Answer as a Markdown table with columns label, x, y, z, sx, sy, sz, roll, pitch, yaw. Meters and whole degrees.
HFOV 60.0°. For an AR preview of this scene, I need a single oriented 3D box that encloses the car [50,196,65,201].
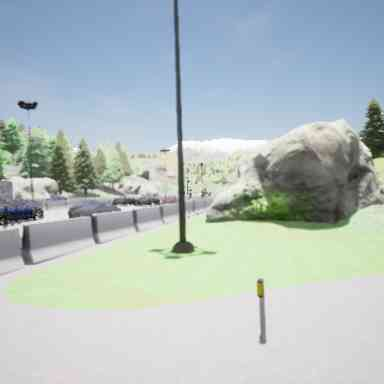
| label | x | y | z | sx | sy | sz | roll | pitch | yaw |
| --- | --- | --- | --- | --- | --- | --- | --- | --- | --- |
| car | -26.174 | 1.503 | 64.346 | 1.882 | 1.535 | 5.008 | -1 | 0 | 17 |

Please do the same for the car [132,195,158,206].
| label | x | y | z | sx | sy | sz | roll | pitch | yaw |
| --- | --- | --- | --- | --- | --- | --- | --- | --- | --- |
| car | -5.894 | 1.167 | 46.211 | 2.128 | 1.511 | 4.902 | -1 | 0 | 17 |

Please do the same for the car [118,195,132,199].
| label | x | y | z | sx | sy | sz | roll | pitch | yaw |
| --- | --- | --- | --- | --- | --- | --- | --- | --- | --- |
| car | -9.290 | 1.230 | 47.070 | 2.128 | 1.511 | 4.902 | -1 | 0 | 17 |

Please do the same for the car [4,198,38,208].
| label | x | y | z | sx | sy | sz | roll | pitch | yaw |
| --- | --- | --- | --- | --- | --- | --- | --- | --- | --- |
| car | -26.381 | 1.656 | 51.363 | 1.895 | 1.301 | 4.718 | -1 | 0 | 17 |

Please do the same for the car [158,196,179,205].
| label | x | y | z | sx | sy | sz | roll | pitch | yaw |
| --- | --- | --- | --- | --- | --- | --- | --- | --- | --- |
| car | -2.546 | 1.178 | 45.186 | 1.994 | 1.385 | 4.181 | -1 | 0 | 17 |

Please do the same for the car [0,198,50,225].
| label | x | y | z | sx | sy | sz | roll | pitch | yaw |
| --- | --- | --- | --- | --- | --- | --- | --- | --- | --- |
| car | -12.668 | 1.271 | 23.366 | 2.097 | 1.767 | 4.553 | -1 | 1 | 17 |

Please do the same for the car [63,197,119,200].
| label | x | y | z | sx | sy | sz | roll | pitch | yaw |
| --- | --- | --- | --- | --- | --- | --- | --- | --- | --- |
| car | -8.014 | 1.354 | 26.738 | 1.994 | 1.385 | 4.181 | -1 | 0 | 17 |

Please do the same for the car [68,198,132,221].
| label | x | y | z | sx | sy | sz | roll | pitch | yaw |
| --- | --- | --- | --- | --- | --- | --- | --- | --- | --- |
| car | -5.907 | 1.354 | 21.533 | 1.994 | 1.385 | 4.181 | -1 | 0 | 16 |
